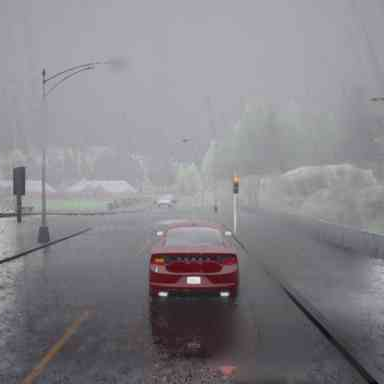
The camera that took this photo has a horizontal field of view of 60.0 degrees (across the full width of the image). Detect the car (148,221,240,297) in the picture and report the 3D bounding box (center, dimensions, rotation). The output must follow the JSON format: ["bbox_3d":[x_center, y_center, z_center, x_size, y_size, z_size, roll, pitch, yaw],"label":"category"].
[{"bbox_3d":[0.053,1.481,8.625,1.882,1.535,5.008,0,0,0],"label":"car"}]

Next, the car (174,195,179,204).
[{"bbox_3d":[-4.096,1.548,64.172,1.812,1.442,4.674,0,0,1],"label":"car"}]

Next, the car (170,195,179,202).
[{"bbox_3d":[-4.056,1.514,76.772,1.837,1.490,4.892,0,0,0],"label":"car"}]

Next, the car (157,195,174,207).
[{"bbox_3d":[-4.132,1.544,50.856,1.812,1.442,4.674,0,0,0],"label":"car"}]
